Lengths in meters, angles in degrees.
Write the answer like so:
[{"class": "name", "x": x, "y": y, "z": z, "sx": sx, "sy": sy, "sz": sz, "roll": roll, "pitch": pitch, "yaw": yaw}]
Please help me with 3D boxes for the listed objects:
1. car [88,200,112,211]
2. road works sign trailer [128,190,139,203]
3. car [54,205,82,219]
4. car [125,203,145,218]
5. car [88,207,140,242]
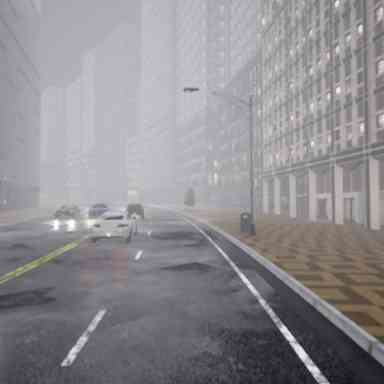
[{"class": "car", "x": -9.291, "y": 1.838, "z": 33.768, "sx": 1.882, "sy": 1.535, "sz": 5.008, "roll": 0, "pitch": -1, "yaw": -9}, {"class": "road works sign trailer", "x": -14.305, "y": 1.339, "z": 80.684, "sx": 2.380, "sy": 3.560, "sz": 2.880, "roll": 1, "pitch": -1, "yaw": -21}, {"class": "car", "x": -12.576, "y": 1.956, "z": 33.825, "sx": 1.895, "sy": 1.301, "sz": 4.718, "roll": 0, "pitch": -1, "yaw": -9}, {"class": "car", "x": -5.923, "y": 1.879, "z": 34.509, "sx": 1.837, "sy": 1.490, "sz": 4.892, "roll": 0, "pitch": -1, "yaw": -9}, {"class": "car", "x": -3.943, "y": 1.718, "z": 17.353, "sx": 1.812, "sy": 1.442, "sz": 4.674, "roll": 0, "pitch": -1, "yaw": -4}]
